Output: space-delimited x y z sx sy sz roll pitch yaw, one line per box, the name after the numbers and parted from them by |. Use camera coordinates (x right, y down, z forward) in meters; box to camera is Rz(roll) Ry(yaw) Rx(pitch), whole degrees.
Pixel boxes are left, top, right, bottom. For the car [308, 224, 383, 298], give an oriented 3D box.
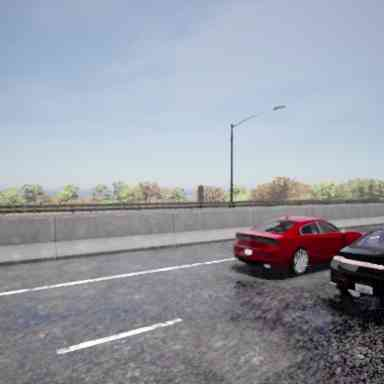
5.041 1.528 7.347 4.902 1.511 2.128 0 0 -36 | car

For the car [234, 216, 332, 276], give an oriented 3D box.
3.572 1.518 10.599 5.008 1.535 1.882 0 0 -36 | car
